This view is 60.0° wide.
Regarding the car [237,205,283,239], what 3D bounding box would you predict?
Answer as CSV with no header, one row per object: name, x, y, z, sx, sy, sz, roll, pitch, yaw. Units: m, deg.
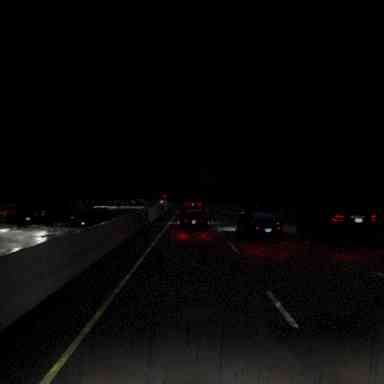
car,3.601,1.638,18.002,1.812,1.442,4.674,0,0,0

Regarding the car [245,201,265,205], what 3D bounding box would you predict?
car,7.093,1.761,36.980,1.837,1.490,4.892,0,0,0

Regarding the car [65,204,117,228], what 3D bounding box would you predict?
car,-7.098,1.755,23.875,1.895,1.301,4.718,0,0,0

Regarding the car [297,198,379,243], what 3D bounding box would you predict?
car,7.101,1.325,16.841,2.150,2.045,5.566,0,0,0

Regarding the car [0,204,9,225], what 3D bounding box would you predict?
car,-14.102,1.647,25.889,1.882,1.535,5.008,0,0,0

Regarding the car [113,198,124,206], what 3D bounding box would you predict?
car,-14.652,2.028,66.307,1.882,1.535,5.008,0,0,-15

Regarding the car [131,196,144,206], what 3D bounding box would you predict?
car,-10.889,1.763,65.861,2.150,2.045,5.566,0,-1,-15

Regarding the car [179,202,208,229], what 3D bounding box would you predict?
car,0.103,1.672,22.737,1.812,1.442,4.674,0,0,0

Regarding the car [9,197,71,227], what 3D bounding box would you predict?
car,-10.599,1.378,24.257,2.150,2.045,5.566,0,0,0

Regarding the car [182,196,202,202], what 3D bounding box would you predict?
car,0.038,1.505,40.038,2.150,2.045,5.566,0,0,-1

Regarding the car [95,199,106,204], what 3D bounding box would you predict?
car,-18.347,2.113,66.393,1.994,1.385,4.181,0,-1,-18
